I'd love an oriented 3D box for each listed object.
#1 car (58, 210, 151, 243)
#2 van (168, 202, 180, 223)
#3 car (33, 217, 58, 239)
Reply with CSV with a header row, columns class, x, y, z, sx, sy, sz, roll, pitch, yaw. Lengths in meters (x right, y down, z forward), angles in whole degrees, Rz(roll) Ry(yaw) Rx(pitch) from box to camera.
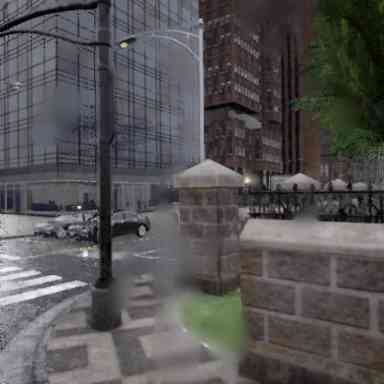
class,x,y,z,sx,sy,sz,roll,pitch,yaw
car,-4.314,1.763,17.845,1.837,1.490,4.892,-1,-1,36
van,-0.292,1.691,27.984,1.690,1.788,3.998,-1,-1,36
car,-6.753,1.839,19.017,2.008,1.369,4.403,-1,-1,36
